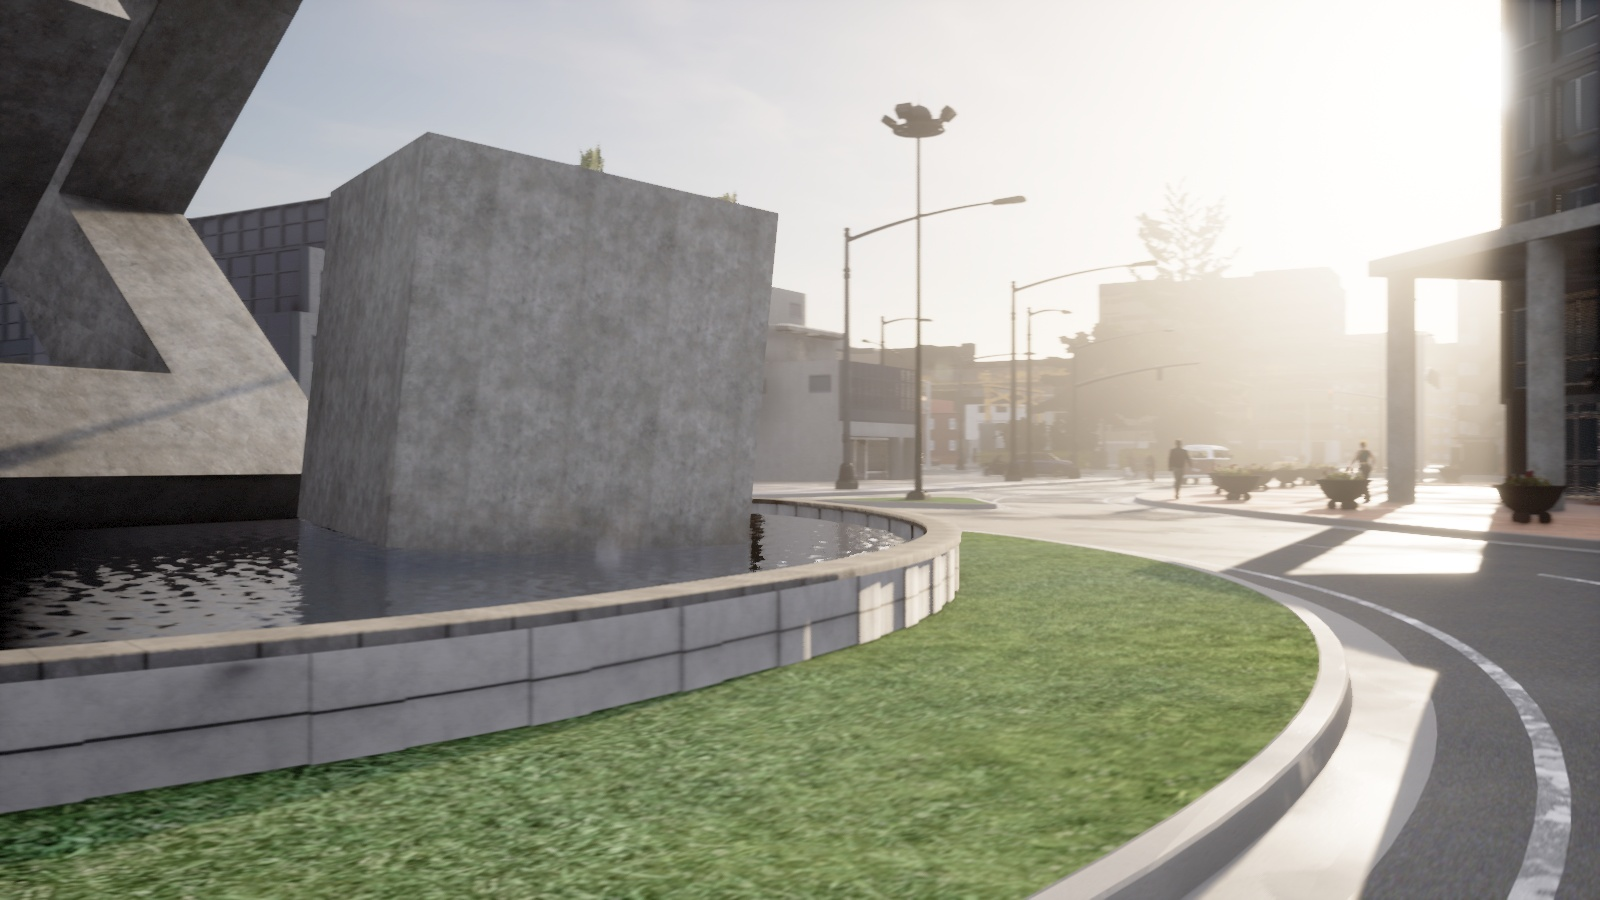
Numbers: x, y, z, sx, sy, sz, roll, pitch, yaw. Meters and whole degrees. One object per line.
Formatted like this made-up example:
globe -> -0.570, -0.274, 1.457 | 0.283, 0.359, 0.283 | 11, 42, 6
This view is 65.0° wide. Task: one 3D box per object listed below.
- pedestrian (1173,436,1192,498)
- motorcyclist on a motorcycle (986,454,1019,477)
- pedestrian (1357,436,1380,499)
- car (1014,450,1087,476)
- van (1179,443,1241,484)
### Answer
pedestrian -> 11.465, 0.517, 37.660 | 0.431, 1.840, 0.703 | 0, 0, 9
motorcyclist on a motorcycle -> 13.761, 1.026, 85.259 | 2.044, 1.523, 0.797 | 0, 0, 31
pedestrian -> 16.637, 0.517, 36.741 | 0.345, 1.836, 0.594 | 0, 0, -9
car -> 17.434, 0.905, 87.271 | 4.553, 1.767, 2.097 | 0, 0, 28
van -> 21.005, 0.665, 64.204 | 2.069, 2.038, 4.480 | 0, 0, 31
